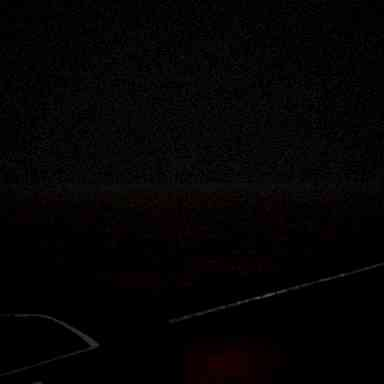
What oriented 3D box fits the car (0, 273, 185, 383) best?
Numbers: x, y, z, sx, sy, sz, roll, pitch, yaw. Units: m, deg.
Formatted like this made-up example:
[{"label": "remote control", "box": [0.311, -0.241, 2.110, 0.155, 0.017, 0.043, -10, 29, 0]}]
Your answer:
[{"label": "car", "box": [-2.348, 1.507, 2.317, 4.892, 1.490, 1.837, 0, 0, -35]}]
